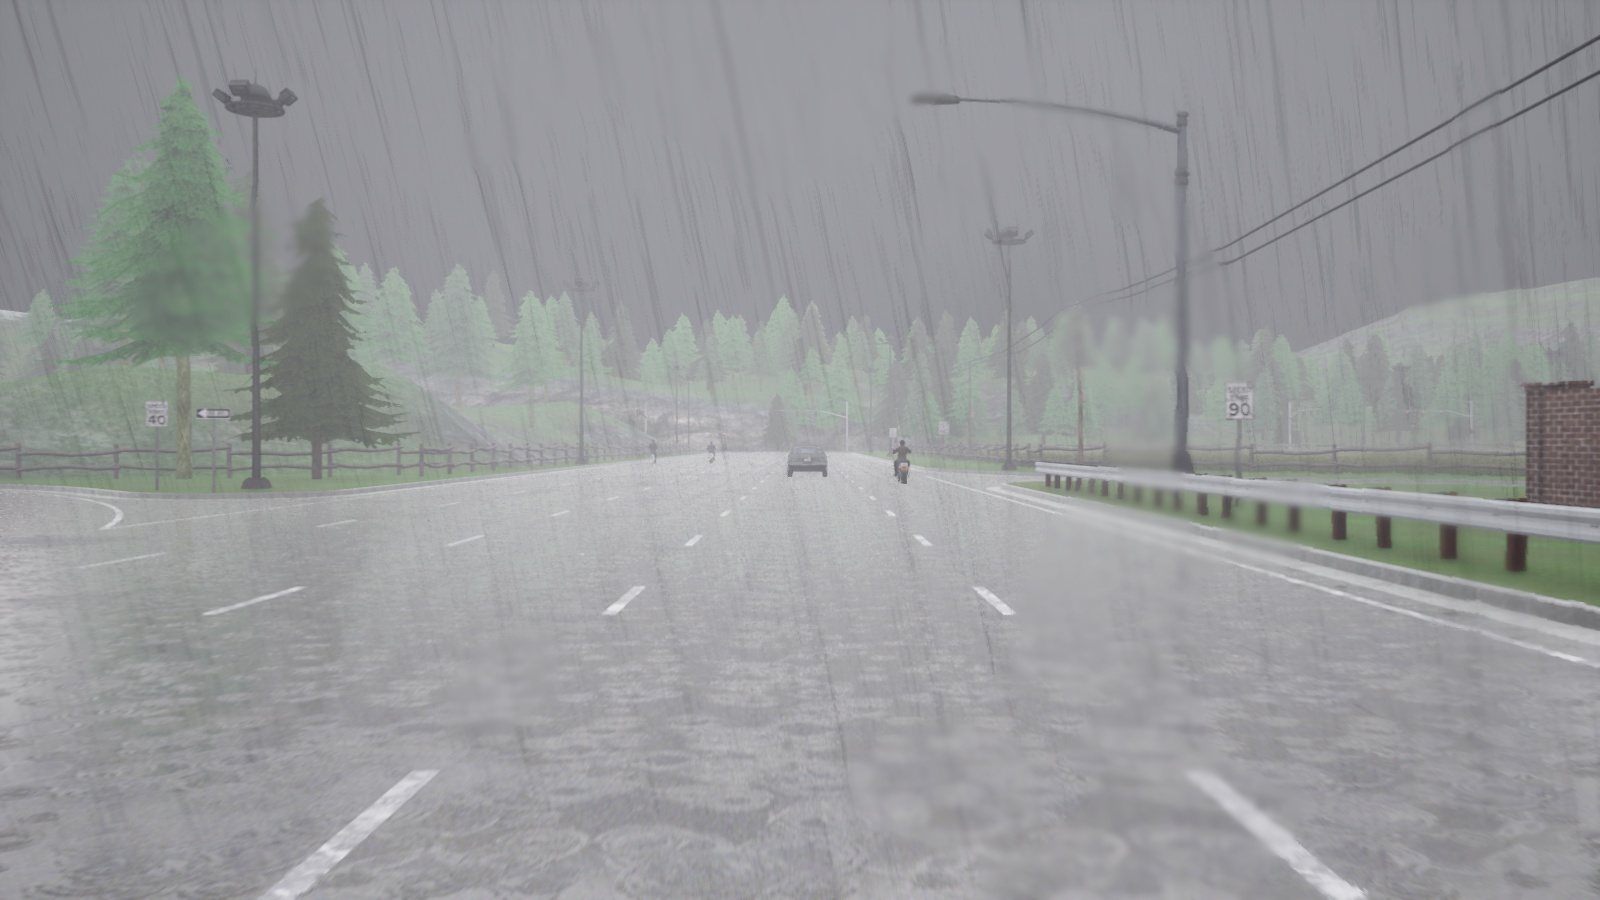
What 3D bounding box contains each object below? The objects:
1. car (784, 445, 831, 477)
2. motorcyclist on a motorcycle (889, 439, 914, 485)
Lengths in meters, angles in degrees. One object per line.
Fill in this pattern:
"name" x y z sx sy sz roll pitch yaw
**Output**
"car" 0.340 0.470 57.520 2.033 1.411 5.357 0 0 0
"motorcyclist on a motorcycle" 3.780 0.436 46.811 0.766 1.649 2.350 0 0 0
